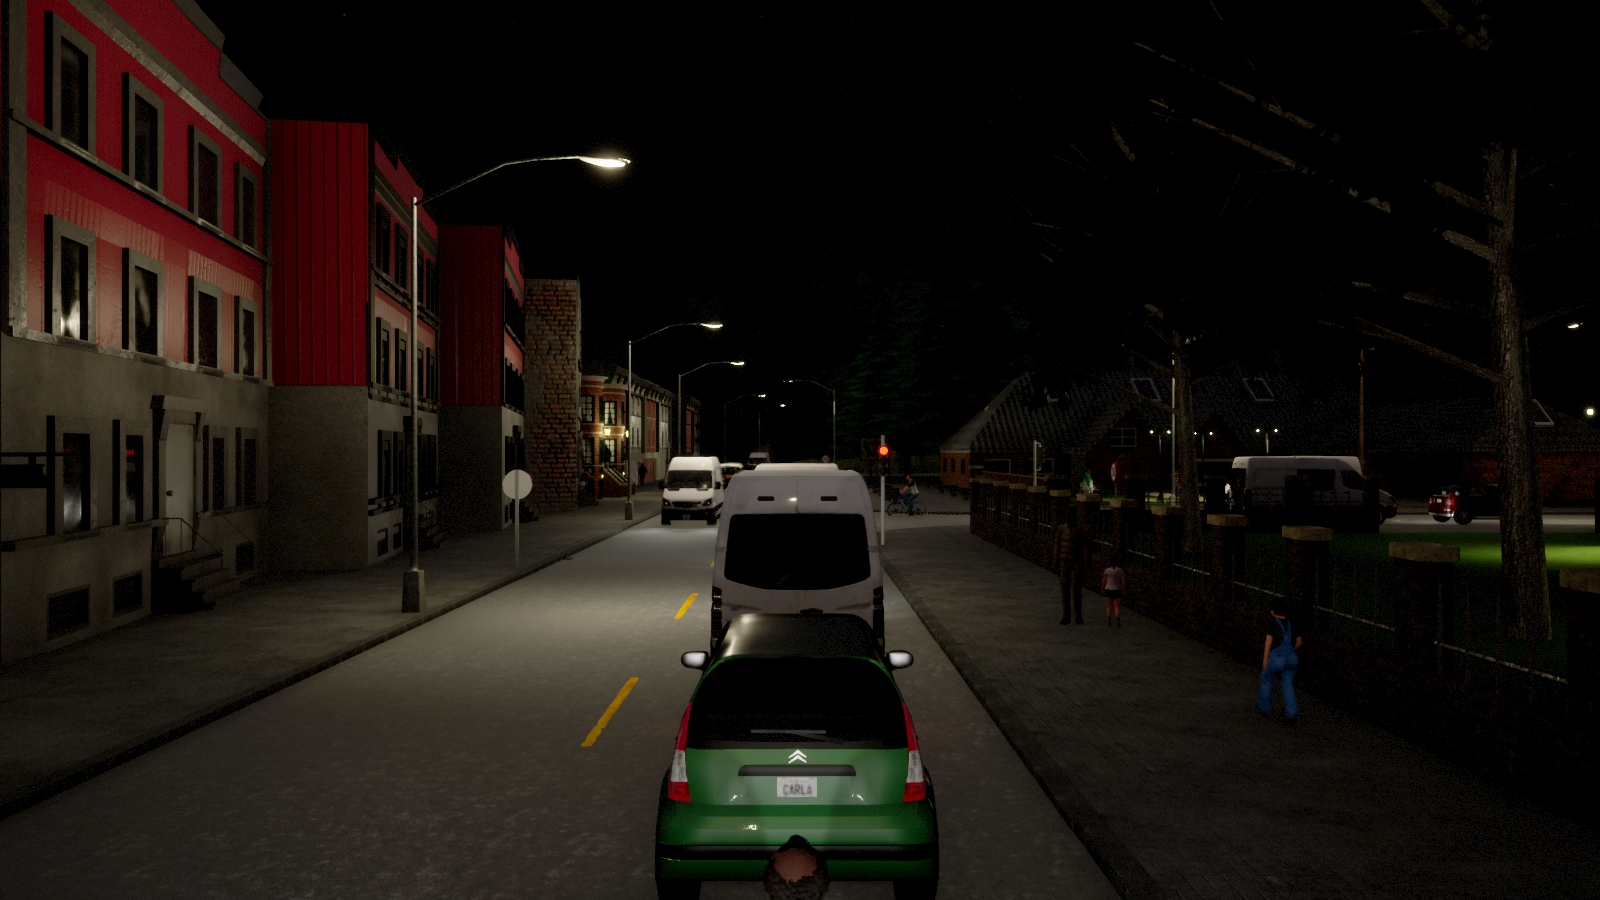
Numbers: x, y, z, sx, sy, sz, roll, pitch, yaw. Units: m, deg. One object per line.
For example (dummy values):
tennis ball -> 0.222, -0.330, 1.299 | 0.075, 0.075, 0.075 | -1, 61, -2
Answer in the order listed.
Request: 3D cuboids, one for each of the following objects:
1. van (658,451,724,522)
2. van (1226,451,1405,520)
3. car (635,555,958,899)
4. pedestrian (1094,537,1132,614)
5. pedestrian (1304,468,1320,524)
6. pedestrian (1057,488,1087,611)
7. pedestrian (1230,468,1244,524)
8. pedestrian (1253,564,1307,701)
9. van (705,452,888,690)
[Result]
van -> -4.113, 1.314, 44.097 | 1.988, 2.561, 5.915 | 0, 0, 0
van -> 19.552, 1.314, 43.543 | 5.915, 2.561, 1.988 | 0, 0, 1
car -> -0.023, 1.779, 8.527 | 1.851, 1.617, 3.988 | 0, 0, 0
pedestrian -> 4.769, 1.904, 17.403 | 0.500, 1.100, 0.500 | 0, 0, 21
pedestrian -> 17.083, 1.525, 38.138 | 0.375, 1.860, 0.375 | 0, 0, 3
pedestrian -> 4.196, 1.525, 17.623 | 0.375, 1.860, 0.375 | 0, 0, 25
pedestrian -> 14.628, 1.525, 38.258 | 0.375, 1.860, 0.375 | 0, 0, 6
pedestrian -> 4.779, 1.805, 11.385 | 0.375, 1.300, 0.375 | 0, 0, -1
van -> -0.048, 1.314, 15.312 | 1.988, 2.561, 5.915 | 0, 0, 0
